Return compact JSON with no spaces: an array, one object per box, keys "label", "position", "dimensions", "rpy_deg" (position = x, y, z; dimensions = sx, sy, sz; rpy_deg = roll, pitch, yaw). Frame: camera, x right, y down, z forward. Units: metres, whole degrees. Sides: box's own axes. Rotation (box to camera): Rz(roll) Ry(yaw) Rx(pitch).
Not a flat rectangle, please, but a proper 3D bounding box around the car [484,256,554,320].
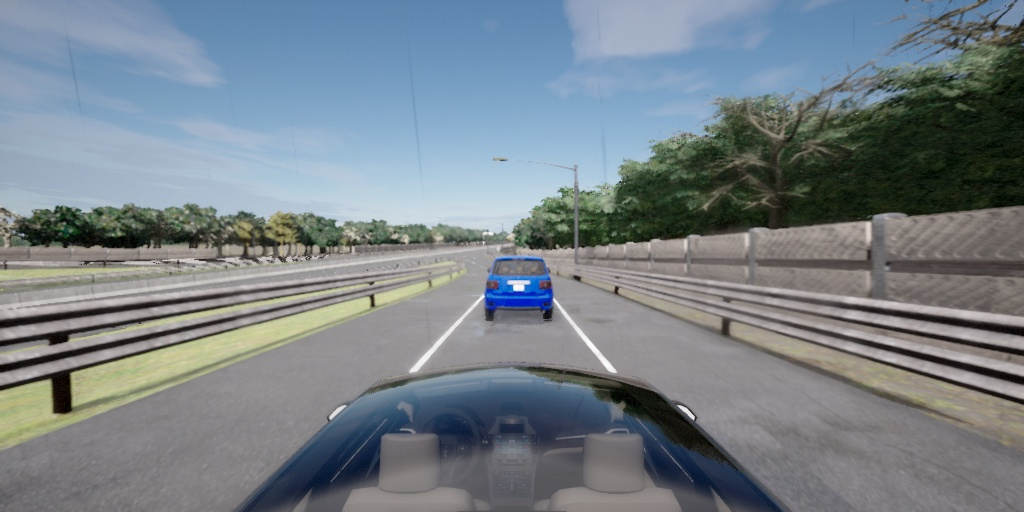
[{"label":"car","position":[0.251,1.027,13.006],"dimensions":[2.150,2.045,5.566],"rpy_deg":[0,0,1]}]
